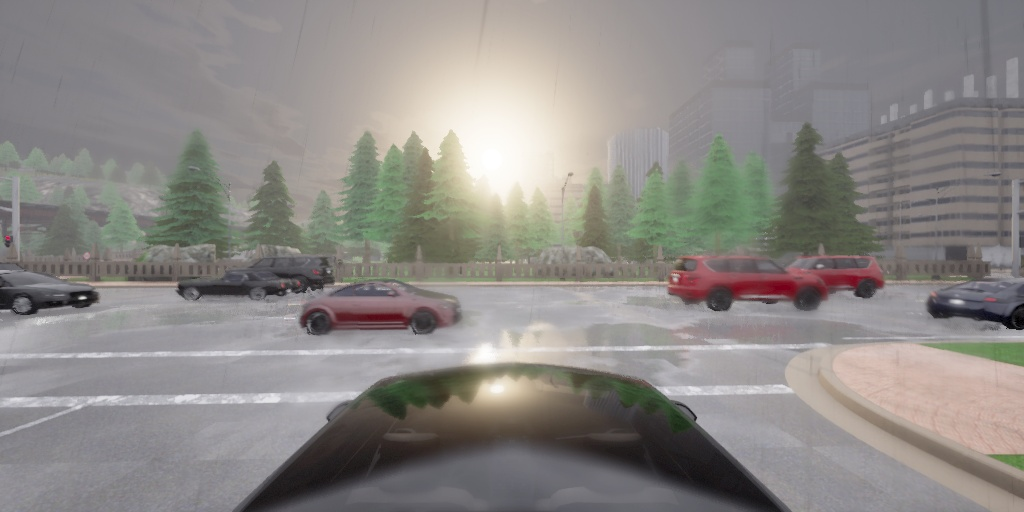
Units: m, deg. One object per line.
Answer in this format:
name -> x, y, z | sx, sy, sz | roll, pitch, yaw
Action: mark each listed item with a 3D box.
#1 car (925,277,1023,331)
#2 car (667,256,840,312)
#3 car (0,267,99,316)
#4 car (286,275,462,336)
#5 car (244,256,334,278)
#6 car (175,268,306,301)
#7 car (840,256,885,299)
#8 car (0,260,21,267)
car -> 15.217, 1.347, 10.716 | 4.181, 1.385, 1.994 | 0, 0, -2
car -> 8.991, 1.002, 13.994 | 5.566, 2.045, 2.150 | 0, 0, -2
car -> -18.064, 1.287, 12.964 | 4.892, 1.490, 1.837 | 0, 0, -2
car -> -3.517, 1.348, 10.015 | 4.181, 1.385, 1.994 | 0, 0, -2
car -> -13.113, 0.998, 20.353 | 5.566, 2.045, 2.150 | 0, 0, -2
car -> -12.751, 1.380, 16.865 | 4.718, 1.301, 1.895 | 0, 0, -2
car -> 15.234, 1.000, 17.935 | 5.566, 2.045, 2.150 | 0, 0, -2
car -> -29.640, 1.130, 19.720 | 4.553, 1.767, 2.097 | 0, 0, -2
